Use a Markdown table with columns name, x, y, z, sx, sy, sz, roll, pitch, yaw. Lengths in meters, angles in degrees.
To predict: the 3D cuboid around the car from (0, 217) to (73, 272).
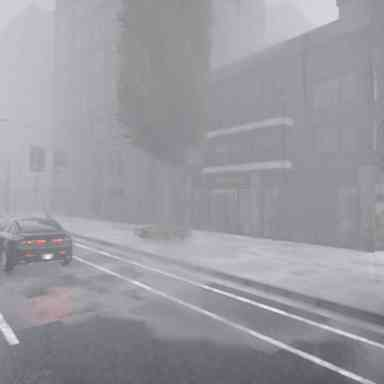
| name | x | y | z | sx | sy | sz | roll | pitch | yaw |
| --- | --- | --- | --- | --- | --- | --- | --- | --- | --- |
| car | -5.580 | 1.602 | 11.240 | 1.837 | 1.490 | 4.892 | 2 | -2 | -39 |
